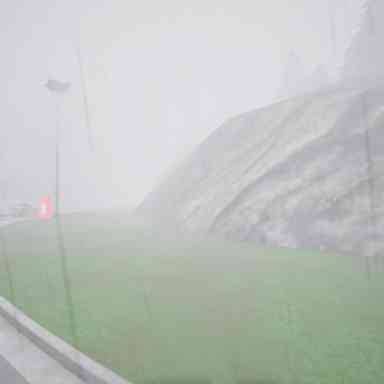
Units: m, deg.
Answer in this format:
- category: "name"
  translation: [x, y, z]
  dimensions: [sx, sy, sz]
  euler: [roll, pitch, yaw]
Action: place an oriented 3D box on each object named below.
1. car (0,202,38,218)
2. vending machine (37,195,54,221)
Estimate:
- category: "car"
  translation: [-16.496, 1.681, 31.746]
  dimensions: [1.812, 1.442, 4.674]
  euler: [0, 0, -2]
- category: "vending machine"
  translation: [-12.500, 1.347, 28.369]
  dimensions: [1.100, 2.100, 0.880]
  euler: [0, 0, -7]
